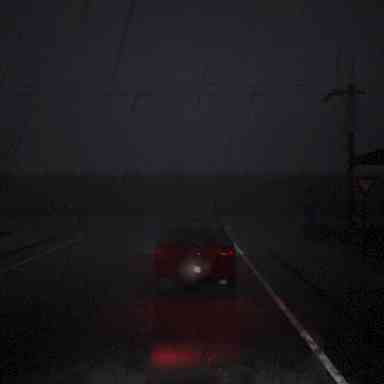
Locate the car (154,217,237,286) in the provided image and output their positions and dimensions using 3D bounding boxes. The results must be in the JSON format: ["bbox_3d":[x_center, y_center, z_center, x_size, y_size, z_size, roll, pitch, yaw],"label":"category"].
[{"bbox_3d":[0.089,1.424,9.291,1.882,1.535,5.008,0,0,0],"label":"car"}]

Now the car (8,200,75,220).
[{"bbox_3d":[-11.717,1.371,25.996,4.902,1.511,2.128,0,0,1],"label":"car"}]
